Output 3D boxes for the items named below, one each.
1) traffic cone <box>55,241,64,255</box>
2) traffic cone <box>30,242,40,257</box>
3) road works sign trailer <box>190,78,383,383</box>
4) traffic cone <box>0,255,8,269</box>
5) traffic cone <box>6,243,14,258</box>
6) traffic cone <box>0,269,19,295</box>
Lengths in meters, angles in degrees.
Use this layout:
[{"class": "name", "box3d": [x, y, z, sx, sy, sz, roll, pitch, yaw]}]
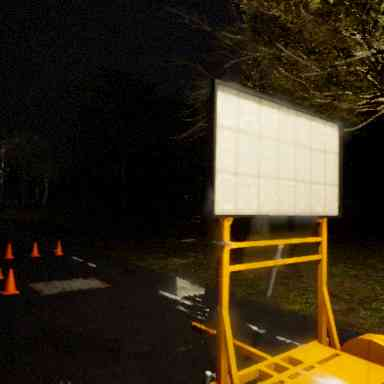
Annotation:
[{"class": "traffic cone", "box3d": [-6.017, 2.528, 15.044, 0.340, 0.580, 0.340, 4, -3, -38]}, {"class": "traffic cone", "box3d": [-6.799, 2.479, 14.423, 0.340, 0.580, 0.340, 4, -3, -38]}, {"class": "road works sign trailer", "box3d": [0.930, 0.699, 4.009, 2.380, 3.560, 2.880, 4, -4, -38]}, {"class": "traffic cone", "box3d": [-5.872, 2.305, 10.051, 0.340, 0.580, 0.340, 4, -3, -38]}, {"class": "traffic cone", "box3d": [-7.581, 2.430, 13.801, 0.340, 0.580, 0.340, 4, -3, -38]}, {"class": "traffic cone", "box3d": [-4.627, 2.266, 8.487, 0.340, 0.580, 0.340, 4, -3, -38]}]
